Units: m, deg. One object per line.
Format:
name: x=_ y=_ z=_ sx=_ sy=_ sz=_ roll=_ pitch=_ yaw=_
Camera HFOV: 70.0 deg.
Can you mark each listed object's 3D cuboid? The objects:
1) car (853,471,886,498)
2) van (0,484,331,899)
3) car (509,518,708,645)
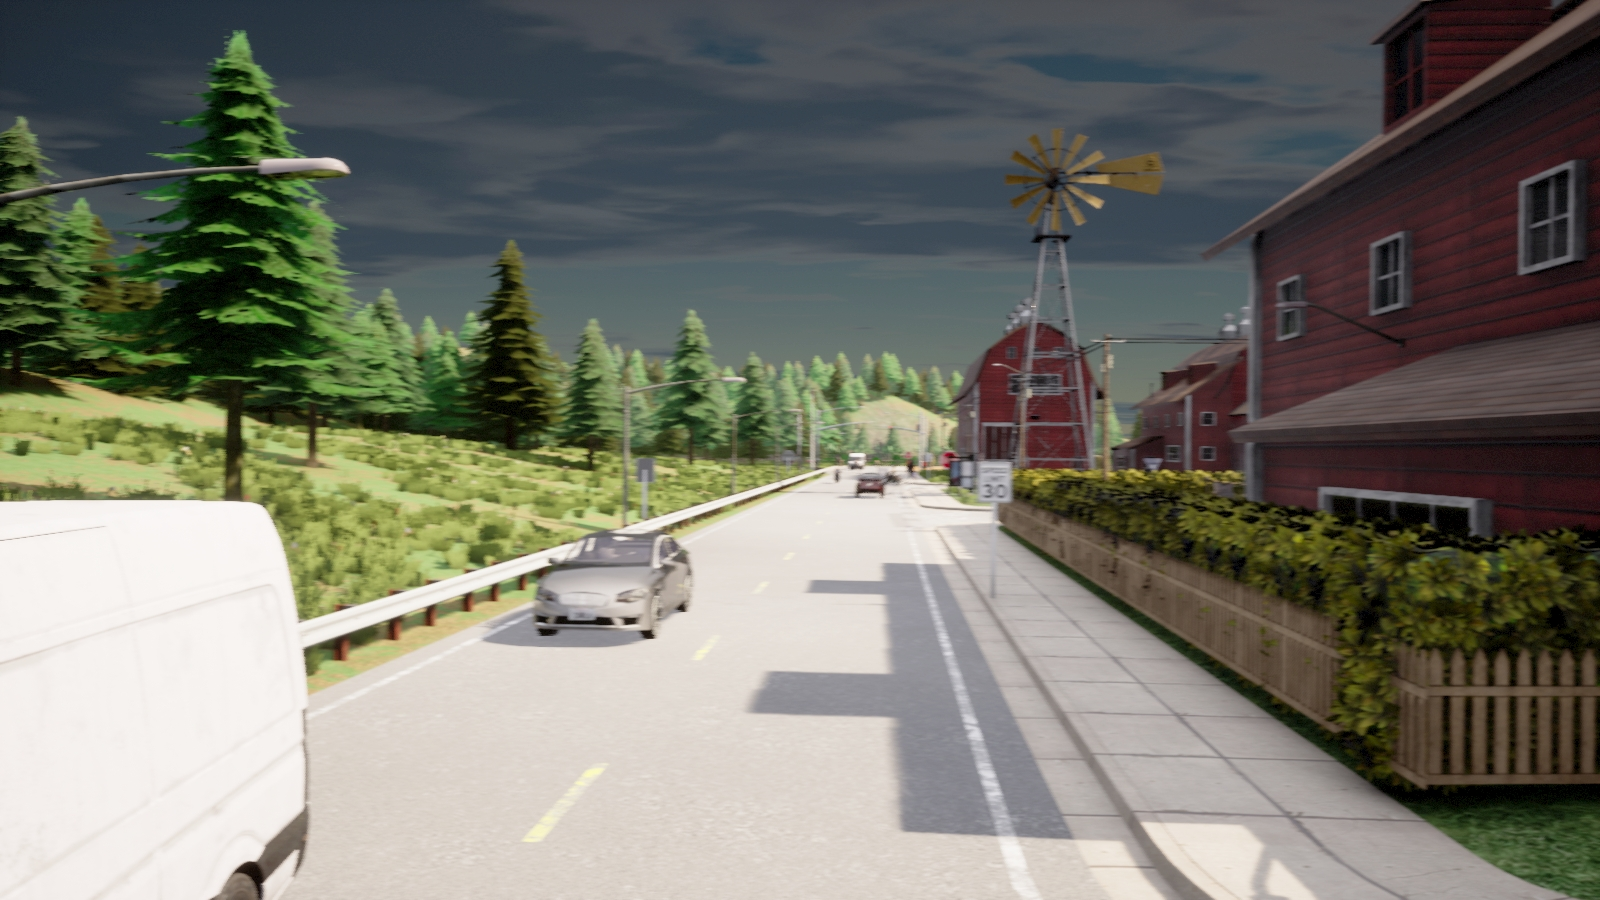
car: x=4.427 y=2.143 z=72.260 sx=2.007 sy=1.525 sz=4.514 roll=1 pitch=0 yaw=4
van: x=-3.648 y=1.482 z=3.872 sx=1.988 sy=2.561 sz=5.915 roll=0 pitch=0 yaw=-3
car: x=-2.960 y=2.030 z=18.892 sx=2.128 sy=1.511 sz=4.902 roll=1 pitch=0 yaw=4
